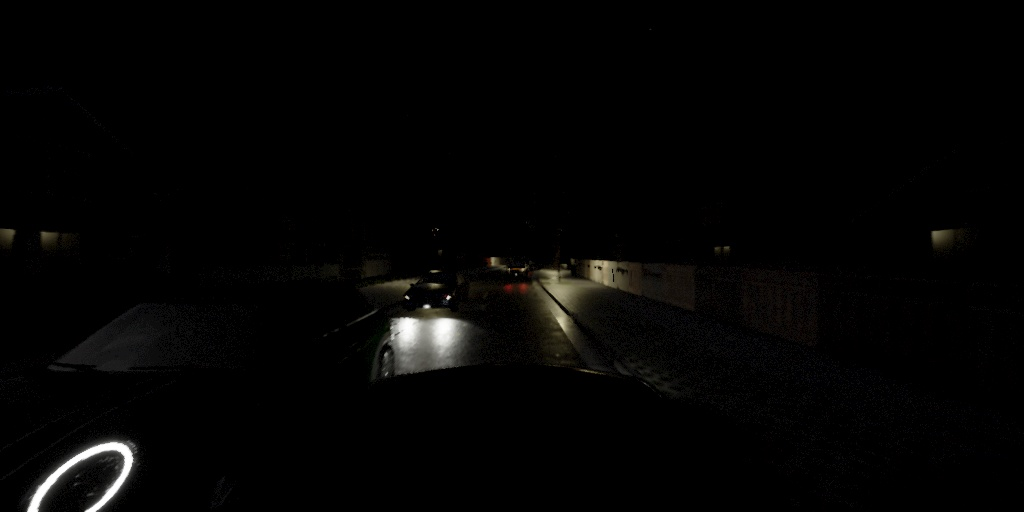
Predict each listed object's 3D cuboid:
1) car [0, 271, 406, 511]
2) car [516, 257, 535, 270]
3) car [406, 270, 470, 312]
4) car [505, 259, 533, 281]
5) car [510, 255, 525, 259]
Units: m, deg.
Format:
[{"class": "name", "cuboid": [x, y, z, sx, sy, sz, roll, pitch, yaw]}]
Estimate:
[{"class": "car", "cuboid": [-2.845, 1.097, 3.605, 2.097, 1.767, 4.553, 0, 0, 0]}, {"class": "car", "cuboid": [1.927, 1.227, 47.214, 1.837, 1.490, 4.892, 0, 0, 7]}, {"class": "car", "cuboid": [-2.813, 1.291, 14.516, 2.033, 1.411, 5.357, 0, 0, 0]}, {"class": "car", "cuboid": [0.440, 1.231, 30.264, 2.128, 1.511, 4.902, 0, 0, 2]}, {"class": "car", "cuboid": [1.033, 0.930, 60.324, 2.150, 2.045, 5.566, 0, 0, 11]}]
